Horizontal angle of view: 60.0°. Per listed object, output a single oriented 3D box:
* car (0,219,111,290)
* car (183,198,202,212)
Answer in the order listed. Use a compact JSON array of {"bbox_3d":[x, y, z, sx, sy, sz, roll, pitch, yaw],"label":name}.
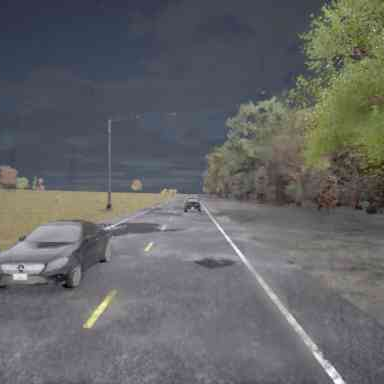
[{"bbox_3d":[-3.561,1.527,9.256,1.812,1.442,4.674,0,0,0],"label":"car"},{"bbox_3d":[0.078,1.505,39.112,1.837,1.490,4.892,0,0,0],"label":"car"}]
